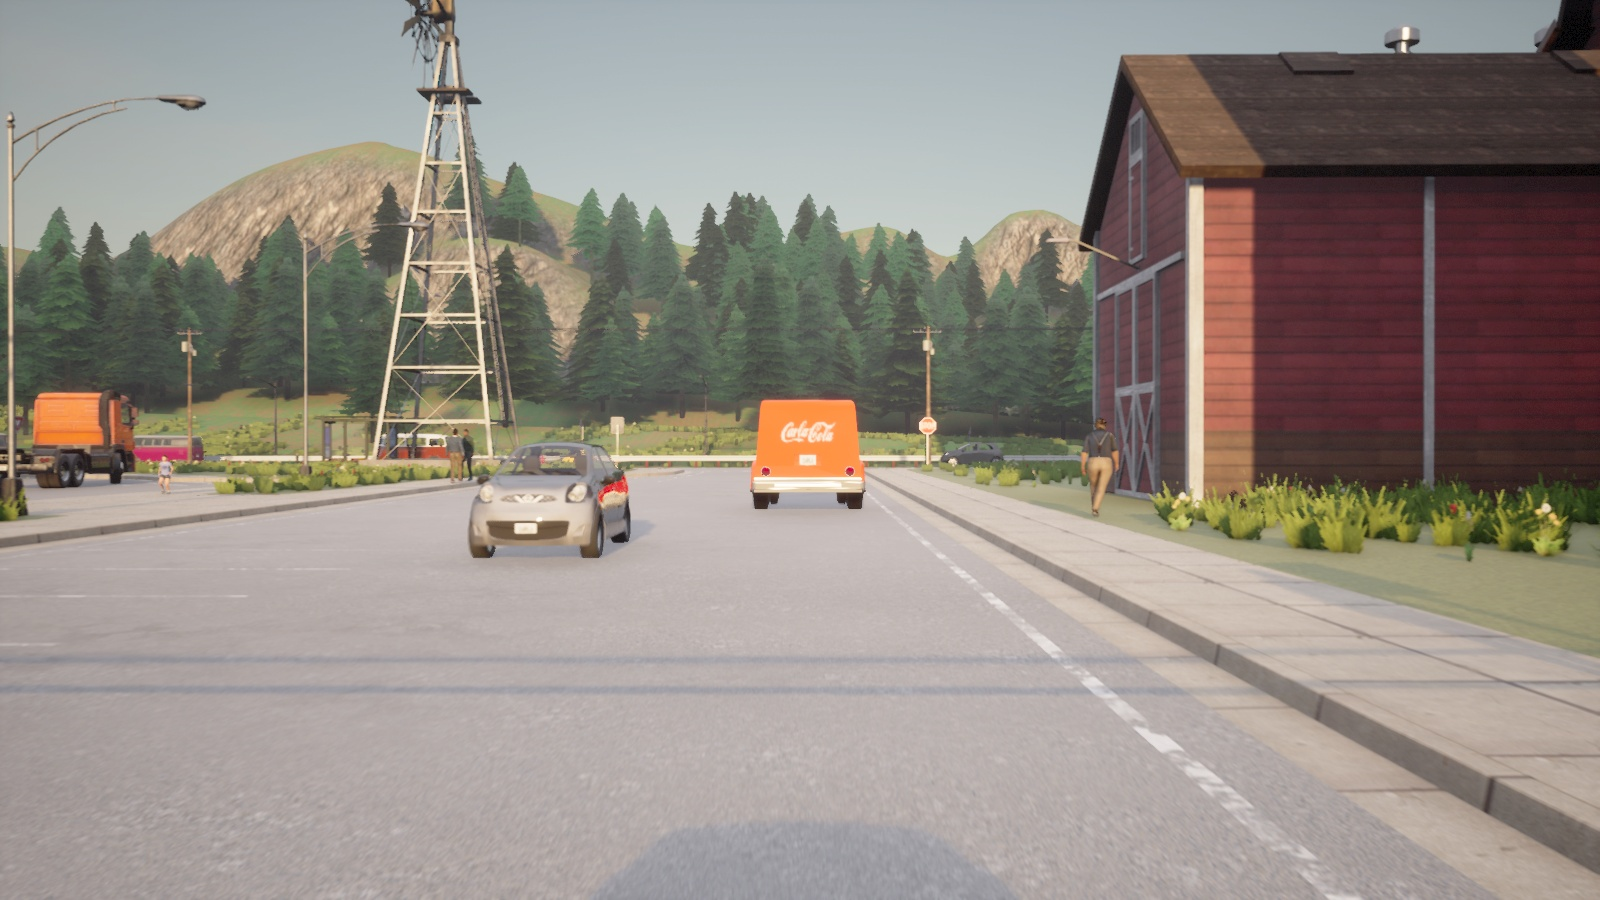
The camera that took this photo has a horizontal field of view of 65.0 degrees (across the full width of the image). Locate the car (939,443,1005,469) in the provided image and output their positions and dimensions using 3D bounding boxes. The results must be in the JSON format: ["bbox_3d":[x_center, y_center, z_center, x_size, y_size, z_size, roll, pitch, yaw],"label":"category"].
[{"bbox_3d":[10.031,0.354,73.307,3.633,1.501,1.845,0,0,1],"label":"car"}]

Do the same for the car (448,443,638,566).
[{"bbox_3d":[-3.386,0.661,17.201,1.845,1.501,3.633,0,0,0],"label":"car"}]

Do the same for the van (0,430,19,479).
[{"bbox_3d":[-34.585,0.181,51.477,4.442,1.987,1.775,0,0,15],"label":"van"}]

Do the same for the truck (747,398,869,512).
[{"bbox_3d":[0.188,0.092,29.774,2.627,2.467,5.204,0,0,0],"label":"truck"}]

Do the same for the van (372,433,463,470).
[{"bbox_3d":[-21.450,0.055,70.541,4.480,2.038,2.069,0,0,1],"label":"van"}]

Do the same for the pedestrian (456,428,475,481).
[{"bbox_3d":[-11.614,0.147,43.594,0.353,1.847,0.614,0,0,17],"label":"pedestrian"}]

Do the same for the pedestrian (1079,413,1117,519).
[{"bbox_3d":[5.322,0.279,22.390,0.540,1.848,0.694,0,0,23],"label":"pedestrian"}]

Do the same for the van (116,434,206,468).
[{"bbox_3d":[-37.850,0.050,74.427,4.442,1.987,1.775,0,0,1],"label":"van"}]

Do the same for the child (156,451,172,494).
[{"bbox_3d":[-16.645,0.583,32.858,0.255,1.110,0.394,0,0,-8],"label":"child"}]

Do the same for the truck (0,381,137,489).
[{"bbox_3d":[-26.175,-0.504,44.000,2.891,3.462,7.936,0,0,-10],"label":"truck"}]

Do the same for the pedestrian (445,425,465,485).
[{"bbox_3d":[-11.356,0.160,41.346,0.423,1.949,0.788,0,0,3],"label":"pedestrian"}]
